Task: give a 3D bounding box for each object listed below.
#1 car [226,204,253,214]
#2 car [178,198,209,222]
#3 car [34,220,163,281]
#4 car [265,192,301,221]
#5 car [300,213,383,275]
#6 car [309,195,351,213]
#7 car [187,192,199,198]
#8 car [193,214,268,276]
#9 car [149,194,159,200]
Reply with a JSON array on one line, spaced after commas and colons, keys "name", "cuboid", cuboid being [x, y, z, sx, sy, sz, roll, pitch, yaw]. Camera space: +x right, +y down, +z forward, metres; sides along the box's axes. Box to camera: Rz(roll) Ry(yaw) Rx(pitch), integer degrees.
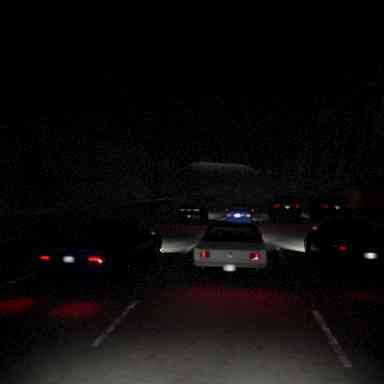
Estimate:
[{"name": "car", "cuboid": [3.401, 1.556, 23.914, 2.033, 1.411, 5.357, 0, 0, 9]}, {"name": "car", "cuboid": [0.177, 1.501, 25.894, 2.128, 1.511, 4.902, 0, 0, 9]}, {"name": "car", "cuboid": [-2.348, 1.551, 9.885, 2.033, 1.411, 5.357, 0, 0, 9]}, {"name": "car", "cuboid": [7.486, 1.229, 27.204, 2.150, 2.045, 5.566, 0, 0, 9]}, {"name": "car", "cuboid": [4.815, 1.568, 10.339, 1.994, 1.385, 4.181, 0, 0, 9]}, {"name": "car", "cuboid": [10.948, 1.229, 26.699, 2.150, 2.045, 5.566, 0, 0, 9]}, {"name": "car", "cuboid": [-0.134, 1.441, 91.049, 1.837, 1.490, 4.892, 0, 0, 9]}, {"name": "car", "cuboid": [1.292, 1.604, 10.476, 1.895, 1.301, 4.718, 0, 0, 9]}, {"name": "car", "cuboid": [-10.495, 1.420, 92.754, 1.882, 1.535, 5.008, 0, 0, 9]}]
